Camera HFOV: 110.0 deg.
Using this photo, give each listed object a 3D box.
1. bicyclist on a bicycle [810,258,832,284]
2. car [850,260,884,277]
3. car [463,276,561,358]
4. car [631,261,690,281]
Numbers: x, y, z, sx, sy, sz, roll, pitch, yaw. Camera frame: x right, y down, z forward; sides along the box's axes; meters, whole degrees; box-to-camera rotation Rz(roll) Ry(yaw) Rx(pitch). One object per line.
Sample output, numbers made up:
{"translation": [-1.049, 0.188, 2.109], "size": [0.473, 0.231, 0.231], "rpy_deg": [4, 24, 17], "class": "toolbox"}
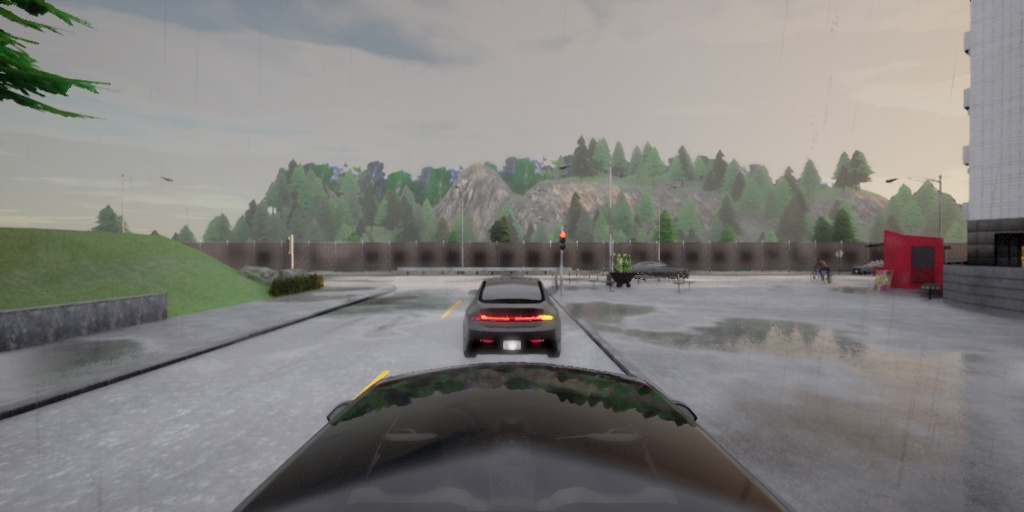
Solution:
{"translation": [19.804, 0.971, 22.989], "size": [0.582, 1.620, 1.656], "rpy_deg": [0, 0, -1], "class": "bicyclist on a bicycle"}
{"translation": [32.677, 1.075, 31.500], "size": [4.892, 1.490, 1.837], "rpy_deg": [0, 0, 0], "class": "car"}
{"translation": [-0.001, 1.216, 8.355], "size": [1.837, 1.490, 4.892], "rpy_deg": [0, 0, 0], "class": "car"}
{"translation": [10.937, 1.124, 27.188], "size": [4.674, 1.442, 1.812], "rpy_deg": [0, 0, -1], "class": "car"}
